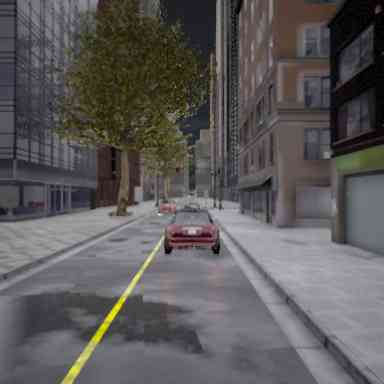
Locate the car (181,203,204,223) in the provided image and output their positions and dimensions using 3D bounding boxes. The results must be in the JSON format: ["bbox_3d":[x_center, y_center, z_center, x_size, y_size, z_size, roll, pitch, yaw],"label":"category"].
[{"bbox_3d":[0.018,1.771,29.297,1.837,1.490,4.892,0,0,0],"label":"car"}]

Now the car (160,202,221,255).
[{"bbox_3d":[0.009,1.479,14.082,2.097,1.767,4.553,0,-1,0],"label":"car"}]

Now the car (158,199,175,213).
[{"bbox_3d":[-2.981,1.723,41.670,2.097,1.767,4.553,0,0,0],"label":"car"}]
